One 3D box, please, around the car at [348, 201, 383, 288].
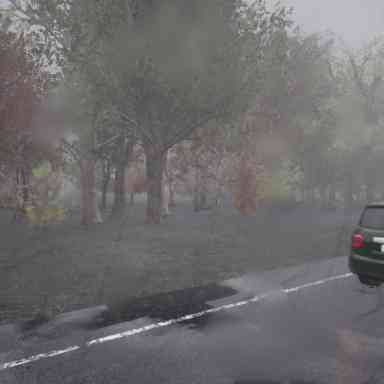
[{"bbox_3d":[6.058,1.223,8.081,5.566,2.045,2.150,0,0,-36],"label":"car"}]
